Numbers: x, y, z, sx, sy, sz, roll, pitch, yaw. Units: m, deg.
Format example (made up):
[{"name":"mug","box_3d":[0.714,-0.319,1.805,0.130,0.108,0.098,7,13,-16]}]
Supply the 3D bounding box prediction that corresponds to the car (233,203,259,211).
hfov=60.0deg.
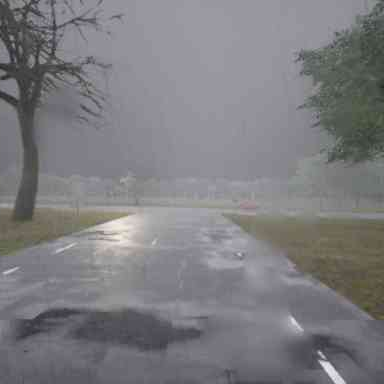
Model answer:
[{"name":"car","box_3d":[9.057,2.466,55.850,4.181,1.385,1.994,2,0,0]}]
